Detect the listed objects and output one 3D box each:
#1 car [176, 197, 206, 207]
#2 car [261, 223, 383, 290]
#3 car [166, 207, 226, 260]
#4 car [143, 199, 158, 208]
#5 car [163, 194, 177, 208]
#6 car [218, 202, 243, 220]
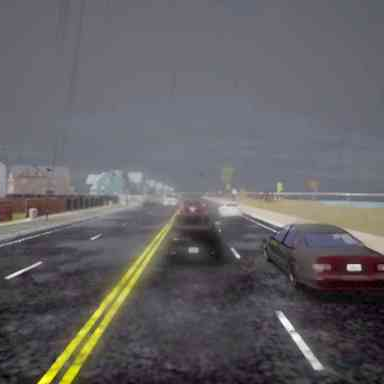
[{"bbox_3d":[0.064,1.431,27.643,2.097,1.767,4.553,0,0,0],"label":"car"},{"bbox_3d":[3.291,1.572,9.223,2.033,1.411,5.357,0,0,1],"label":"car"},{"bbox_3d":[0.065,1.539,12.565,1.837,1.490,4.892,0,0,0],"label":"car"},{"bbox_3d":[-6.561,1.772,52.962,1.895,1.301,4.718,0,0,0],"label":"car"},{"bbox_3d":[-3.310,1.395,52.966,2.150,2.045,5.566,0,0,1],"label":"car"},{"bbox_3d":[3.323,1.610,28.911,1.812,1.442,4.674,0,0,0],"label":"car"}]
